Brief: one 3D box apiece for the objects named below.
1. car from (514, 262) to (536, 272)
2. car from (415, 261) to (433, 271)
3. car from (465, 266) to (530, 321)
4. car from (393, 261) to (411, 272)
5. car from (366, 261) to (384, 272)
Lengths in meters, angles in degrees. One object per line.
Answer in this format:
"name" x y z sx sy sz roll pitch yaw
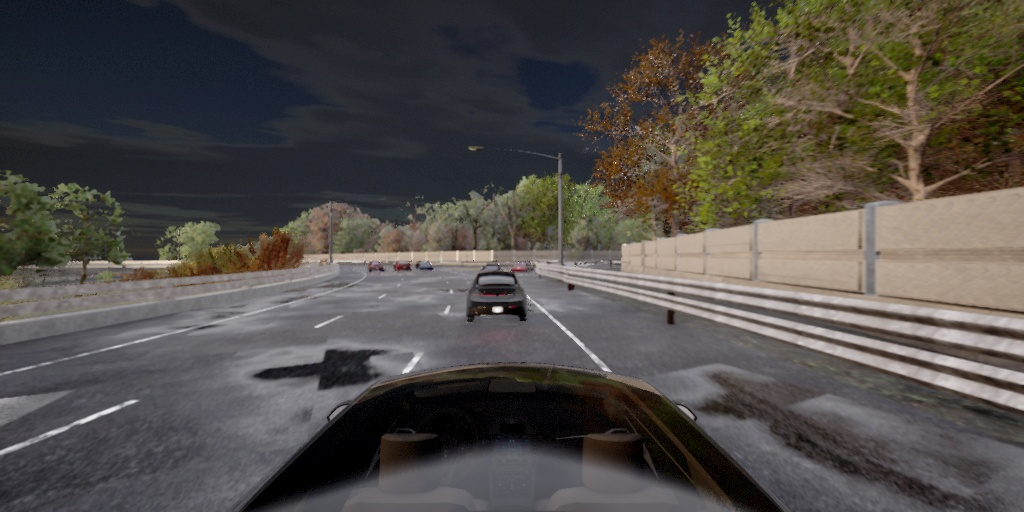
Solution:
"car" 1.572 1.399 45.185 1.994 1.385 4.181 0 0 22
"car" -13.486 1.496 54.583 1.994 1.385 4.181 0 0 -27
"car" -0.573 1.281 12.614 1.837 1.490 4.892 0 0 -4
"car" -15.841 1.415 51.559 1.882 1.535 5.008 0 0 -26
"car" -19.400 1.480 50.869 1.812 1.442 4.674 0 0 -27
